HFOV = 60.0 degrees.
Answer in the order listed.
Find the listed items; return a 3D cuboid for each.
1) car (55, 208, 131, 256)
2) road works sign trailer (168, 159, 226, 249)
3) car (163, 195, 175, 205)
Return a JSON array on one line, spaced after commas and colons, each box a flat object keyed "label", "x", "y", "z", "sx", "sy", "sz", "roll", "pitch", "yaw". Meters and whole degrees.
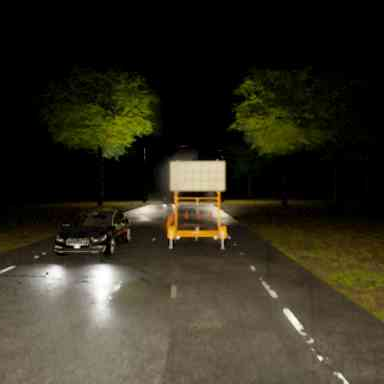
[{"label": "car", "x": -3.583, "y": 1.436, "z": 12.798, "sx": 1.837, "sy": 1.490, "sz": 4.892, "roll": 0, "pitch": 0, "yaw": 0}, {"label": "road works sign trailer", "x": 0.238, "y": 0.389, "z": 14.216, "sx": 2.380, "sy": 3.560, "sz": 2.880, "roll": 0, "pitch": 0, "yaw": 2}, {"label": "car", "x": -3.504, "y": 1.265, "z": 53.576, "sx": 1.837, "sy": 1.490, "sz": 4.892, "roll": 0, "pitch": 1, "yaw": 0}]
